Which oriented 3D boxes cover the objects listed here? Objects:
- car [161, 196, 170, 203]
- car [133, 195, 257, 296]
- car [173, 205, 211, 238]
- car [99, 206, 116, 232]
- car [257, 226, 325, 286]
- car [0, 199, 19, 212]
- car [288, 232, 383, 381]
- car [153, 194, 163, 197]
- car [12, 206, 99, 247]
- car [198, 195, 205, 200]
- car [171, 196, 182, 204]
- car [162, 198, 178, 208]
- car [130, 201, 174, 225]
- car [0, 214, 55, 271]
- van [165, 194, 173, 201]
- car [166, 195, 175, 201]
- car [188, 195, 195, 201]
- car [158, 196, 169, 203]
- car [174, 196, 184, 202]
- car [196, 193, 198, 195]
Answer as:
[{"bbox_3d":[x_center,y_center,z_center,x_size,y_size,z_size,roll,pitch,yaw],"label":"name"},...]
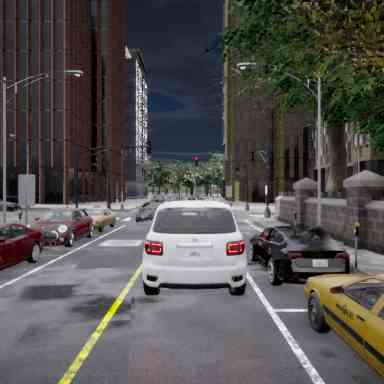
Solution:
[{"bbox_3d":[-5.805,1.549,73.686,1.752,1.417,4.829,0,0,0],"label":"car"},{"bbox_3d":[0.061,1.222,8.819,2.150,2.045,5.566,0,0,0],"label":"car"},{"bbox_3d":[0.013,1.527,18.464,1.812,1.442,4.674,0,0,1],"label":"car"},{"bbox_3d":[-5.776,1.527,19.965,1.752,1.417,4.829,0,0,0],"label":"car"},{"bbox_3d":[2.756,1.566,9.228,1.947,1.339,4.313,0,0,0],"label":"car"},{"bbox_3d":[-19.189,1.203,31.530,5.357,1.411,2.033,1,0,-5],"label":"car"},{"bbox_3d":[2.759,1.525,3.941,1.752,1.417,4.829,0,0,0],"label":"car"},{"bbox_3d":[-5.797,1.329,57.543,2.192,1.841,5.009,0,0,0],"label":"car"},{"bbox_3d":[-5.773,1.441,14.679,1.967,1.590,4.097,0,0,0],"label":"car"},{"bbox_3d":[2.707,1.565,95.781,1.752,1.417,4.829,0,0,0],"label":"car"},{"bbox_3d":[-3.060,1.583,66.976,1.994,1.385,4.181,0,0,1],"label":"car"},{"bbox_3d":[-3.123,1.574,48.106,1.994,1.385,4.181,0,0,0],"label":"car"},{"bbox_3d":[-2.896,1.499,25.189,1.837,1.490,4.892,-2,0,12],"label":"car"},{"bbox_3d":[-5.770,1.545,9.221,1.887,1.381,4.507,0,0,0],"label":"car"},{"bbox_3d":[-5.812,1.372,84.731,1.690,1.788,3.998,0,0,0],"label":"van"},{"bbox_3d":[-5.815,1.585,90.169,2.008,1.369,4.403,0,0,0],"label":"car"},{"bbox_3d":[-0.050,1.534,88.581,1.837,1.490,4.892,0,0,0],"label":"car"},{"bbox_3d":[-5.802,1.602,68.418,1.802,1.307,4.206,0,0,0],"label":"car"},{"bbox_3d":[-3.044,1.559,77.315,2.033,1.411,5.357,0,0,0],"label":"car"},{"bbox_3d":[-0.045,1.551,78.675,1.812,1.442,4.674,0,0,0],"label":"car"}]
